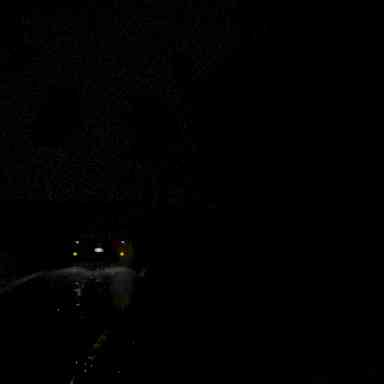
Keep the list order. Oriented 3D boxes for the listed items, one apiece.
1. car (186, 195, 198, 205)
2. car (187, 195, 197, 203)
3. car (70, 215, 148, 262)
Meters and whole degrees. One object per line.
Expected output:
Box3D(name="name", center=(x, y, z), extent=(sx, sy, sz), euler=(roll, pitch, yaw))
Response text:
Box3D(name="car", center=(0.006, 1.288, 56.263), extent=(2.097, 1.767, 4.553), euler=(0, 0, 0))
Box3D(name="car", center=(0.007, 1.437, 66.304), extent=(1.812, 1.442, 4.674), euler=(0, 0, 0))
Box3D(name="car", center=(-2.791, 1.557, 11.991), extent=(1.994, 1.385, 4.181), euler=(0, 0, 1))
